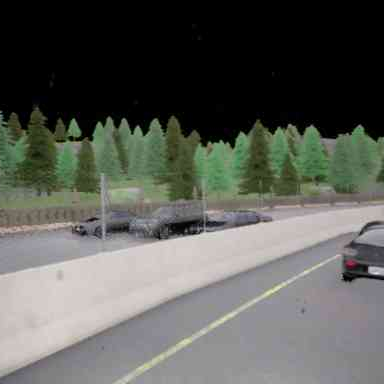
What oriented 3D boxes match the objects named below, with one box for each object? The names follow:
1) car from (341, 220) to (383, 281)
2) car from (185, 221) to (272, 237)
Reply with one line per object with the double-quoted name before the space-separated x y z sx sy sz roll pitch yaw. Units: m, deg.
"car" 5.307 1.444 8.697 1.812 1.442 4.674 -2 0 40
"car" 1.951 1.571 15.881 2.033 1.411 5.357 -2 0 42
